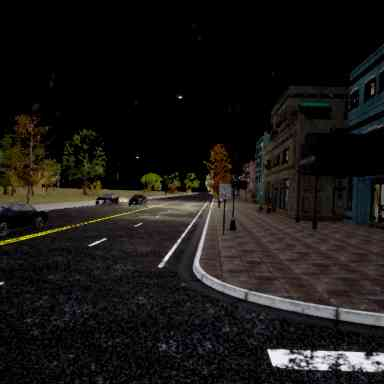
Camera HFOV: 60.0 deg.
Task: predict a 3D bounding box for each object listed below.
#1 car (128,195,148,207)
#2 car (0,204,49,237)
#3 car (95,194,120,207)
[{"bbox_3d":[-6.827,1.128,42.572,1.837,1.490,4.892,2,0,4],"label":"car"},{"bbox_3d":[-8.748,1.238,15.721,1.895,1.301,4.718,2,0,4],"label":"car"},{"bbox_3d":[-10.236,0.979,40.510,2.128,1.511,4.902,2,0,4],"label":"car"}]
